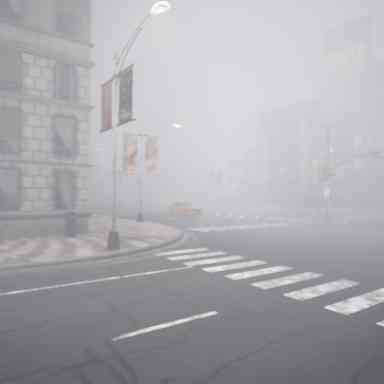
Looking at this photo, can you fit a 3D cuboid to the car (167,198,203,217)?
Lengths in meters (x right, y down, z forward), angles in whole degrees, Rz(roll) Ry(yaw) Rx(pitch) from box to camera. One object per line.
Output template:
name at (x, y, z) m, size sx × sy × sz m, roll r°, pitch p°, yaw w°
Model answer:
car at (-0.786, 1.727, 35.326) m, size 1.882 × 1.535 × 5.008 m, roll 1°, pitch -1°, yaw -36°
